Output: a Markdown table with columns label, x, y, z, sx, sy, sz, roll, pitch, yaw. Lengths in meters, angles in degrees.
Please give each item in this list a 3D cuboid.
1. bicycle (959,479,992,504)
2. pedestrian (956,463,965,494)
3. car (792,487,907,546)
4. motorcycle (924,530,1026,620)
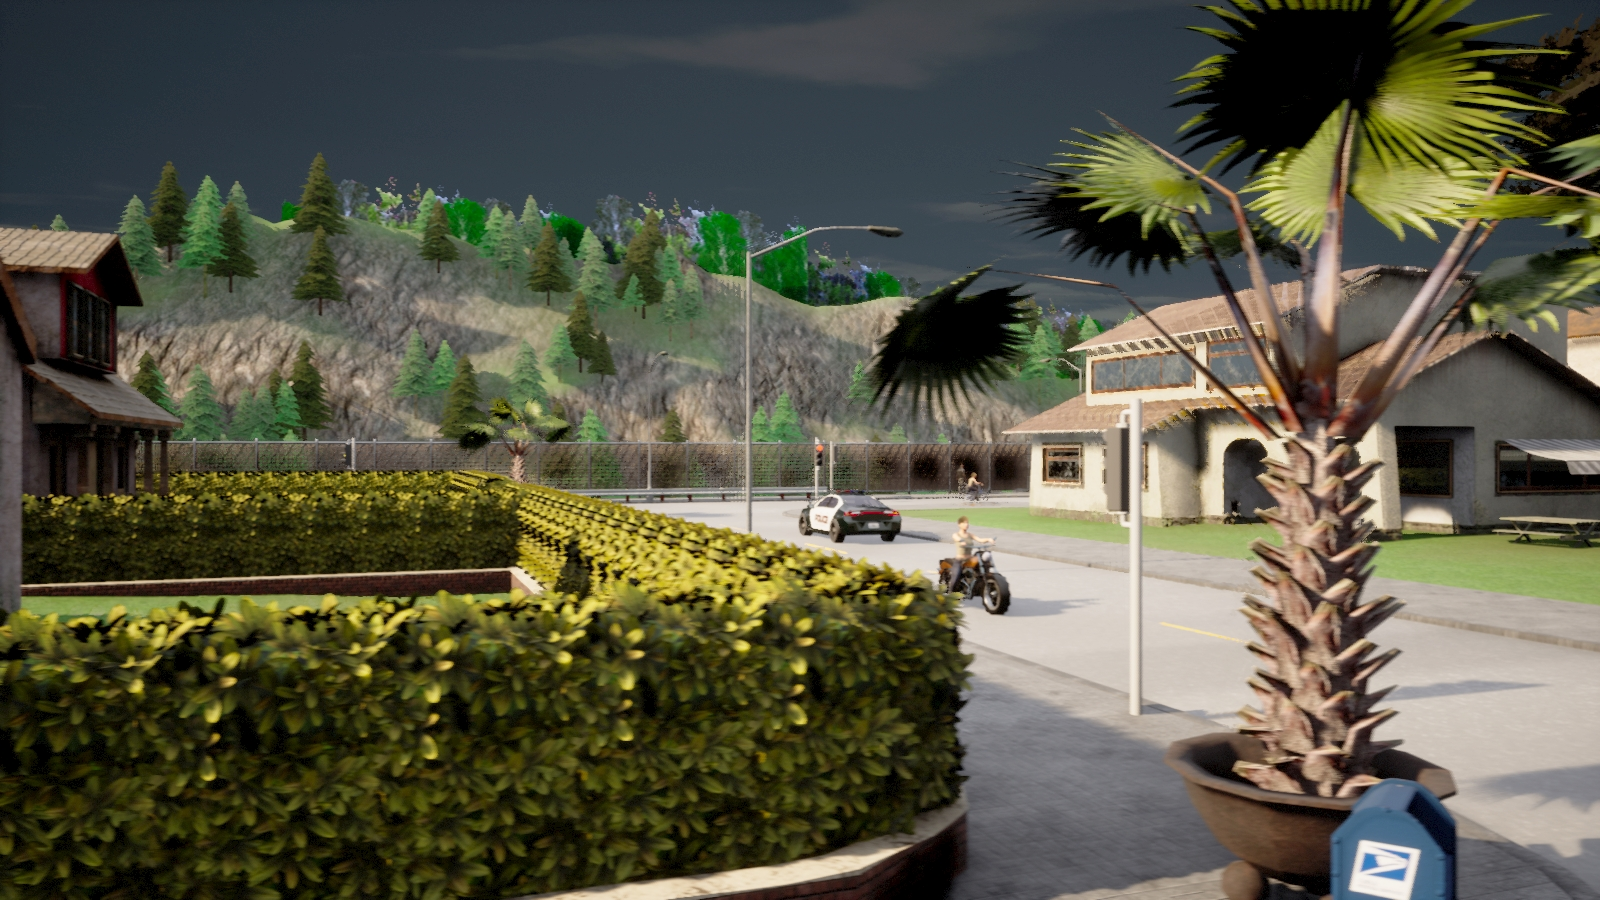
| label | x | y | z | sx | sy | sz | roll | pitch | yaw |
| --- | --- | --- | --- | --- | --- | --- | --- | --- | --- |
| bicycle | 9.182 | 2.159 | 59.867 | 1.487 | 1.276 | 0.859 | 0 | 0 | -20 |
| pedestrian | 9.724 | 1.746 | 69.230 | 0.375 | 1.860 | 0.375 | 0 | 0 | -28 |
| car | 1.463 | 2.038 | 36.200 | 2.038 | 1.542 | 4.974 | 0 | 0 | -18 |
| motorcycle | 3.044 | 2.155 | 20.169 | 0.764 | 1.307 | 2.356 | 0 | 0 | -20 |
